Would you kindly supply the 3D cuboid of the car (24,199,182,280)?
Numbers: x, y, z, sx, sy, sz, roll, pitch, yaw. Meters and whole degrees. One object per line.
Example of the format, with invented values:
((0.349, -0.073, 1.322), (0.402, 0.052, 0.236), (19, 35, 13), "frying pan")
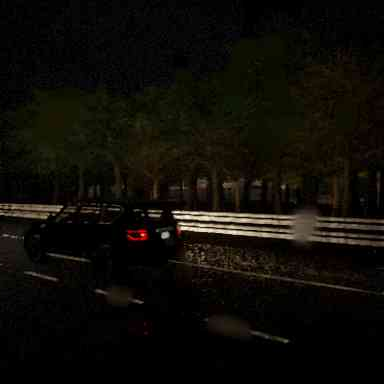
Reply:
((-2.877, 1.224, 10.229), (5.566, 2.045, 2.150), (0, 0, 36), "car")
